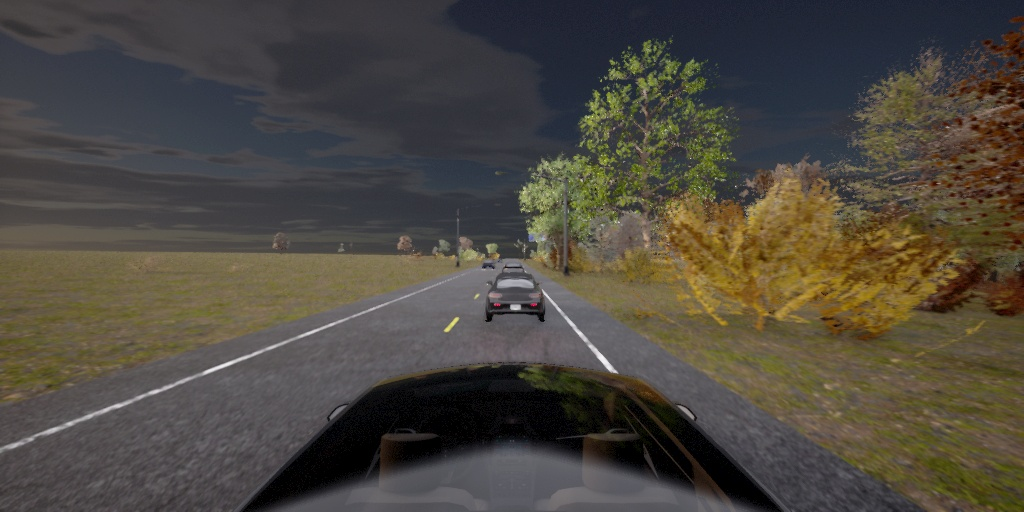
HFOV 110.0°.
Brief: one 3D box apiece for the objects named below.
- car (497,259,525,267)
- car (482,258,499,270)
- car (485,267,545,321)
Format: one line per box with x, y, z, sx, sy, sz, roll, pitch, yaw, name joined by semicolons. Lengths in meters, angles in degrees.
0.104;1.244;30.319;2.128;1.511;4.902;0;0;0;car
-3.559;1.308;54.965;2.033;1.411;5.357;0;0;1;car
0.102;1.277;12.370;1.812;1.442;4.674;0;0;0;car
